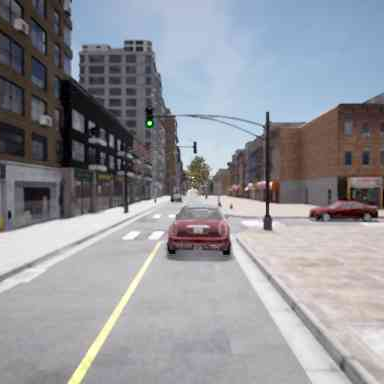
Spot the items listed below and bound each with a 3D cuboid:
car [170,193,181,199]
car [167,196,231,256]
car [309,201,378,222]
[{"bbox_3d":[-2.640,1.014,55.818,1.882,1.535,5.008,0,0,1],"label":"car"},{"bbox_3d":[0.410,1.221,12.699,2.097,1.767,4.553,0,1,6],"label":"car"},{"bbox_3d":[10.441,1.303,23.065,4.507,1.381,1.887,0,1,0],"label":"car"}]
